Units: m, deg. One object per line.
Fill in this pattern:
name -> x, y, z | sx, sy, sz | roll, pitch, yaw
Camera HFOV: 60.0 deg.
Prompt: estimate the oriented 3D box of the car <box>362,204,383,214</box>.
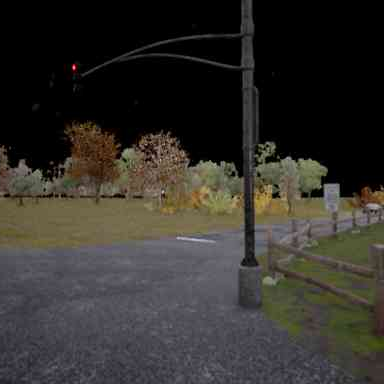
car -> 26.085, 2.409, 47.888 | 2.033, 1.411, 5.357 | -1, -2, 40
